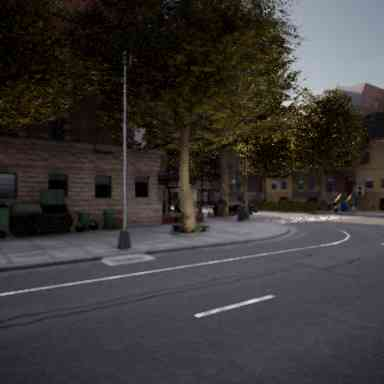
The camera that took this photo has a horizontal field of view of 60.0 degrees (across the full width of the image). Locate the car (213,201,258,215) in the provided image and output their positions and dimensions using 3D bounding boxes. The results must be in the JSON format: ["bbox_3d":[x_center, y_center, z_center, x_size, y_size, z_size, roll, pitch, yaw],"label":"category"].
[{"bbox_3d":[4.500,1.665,35.365,2.033,1.411,5.357,0,0,-35],"label":"car"}]
